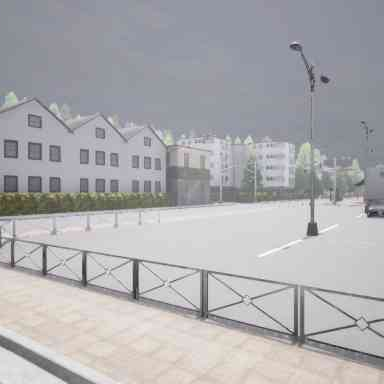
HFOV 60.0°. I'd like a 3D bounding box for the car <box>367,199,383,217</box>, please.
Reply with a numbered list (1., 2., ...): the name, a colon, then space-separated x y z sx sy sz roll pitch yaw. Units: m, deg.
1. car: 15.406 1.298 26.817 2.007 1.523 4.514 0 0 35
